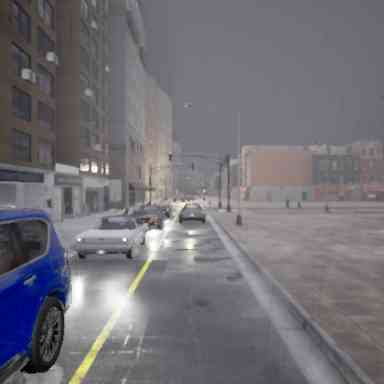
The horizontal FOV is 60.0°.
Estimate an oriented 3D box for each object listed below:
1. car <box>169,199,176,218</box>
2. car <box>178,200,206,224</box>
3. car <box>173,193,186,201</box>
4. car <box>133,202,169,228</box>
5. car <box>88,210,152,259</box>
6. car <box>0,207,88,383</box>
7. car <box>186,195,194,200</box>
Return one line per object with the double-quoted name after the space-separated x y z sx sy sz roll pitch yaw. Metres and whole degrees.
-2.782 1.574 30.285 1.895 1.301 4.718 0 0 0 "car"
0.025 1.540 24.875 1.994 1.385 4.181 0 0 0 "car"
-2.827 1.179 69.913 2.150 2.045 5.566 0 0 0 "car"
-2.837 1.543 21.639 1.994 1.385 4.181 0 0 1 "car"
-2.861 1.588 12.696 1.895 1.301 4.718 0 0 0 "car"
-2.849 1.221 2.718 2.150 2.045 5.566 0 0 0 "car"
-1.001 1.481 82.187 1.812 1.442 4.674 0 0 -25 "car"
